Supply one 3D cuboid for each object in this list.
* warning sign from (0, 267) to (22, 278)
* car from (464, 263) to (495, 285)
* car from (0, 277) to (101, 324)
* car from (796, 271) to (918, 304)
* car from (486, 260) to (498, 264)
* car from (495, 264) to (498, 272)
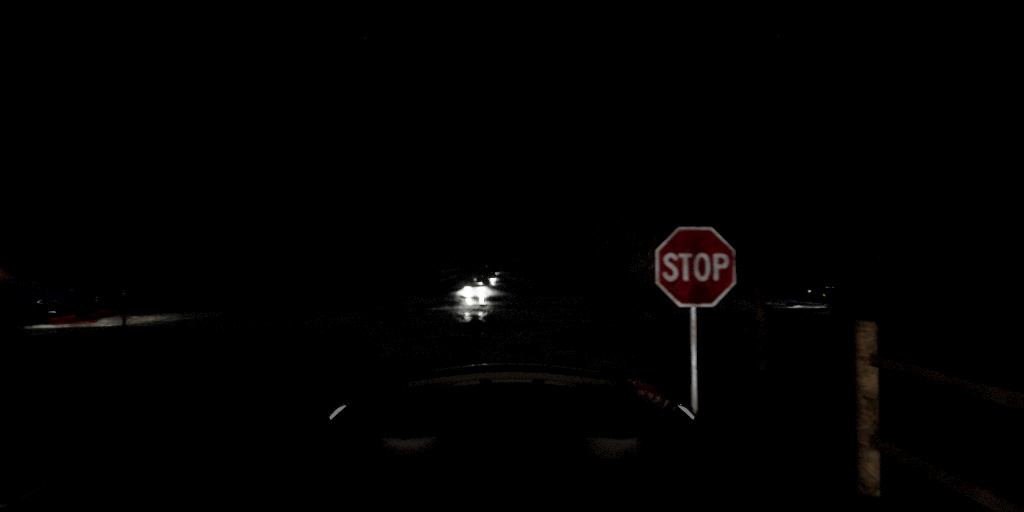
[{"bbox_3d":[-25.797,1.430,17.914,1.060,1.860,1.300,0,0,-1],"label":"warning sign"},{"bbox_3d":[-2.874,1.614,30.365,2.128,1.511,4.902,0,-1,0],"label":"car"},{"bbox_3d":[-17.740,1.520,12.717,5.008,1.535,1.882,0,-2,0],"label":"car"},{"bbox_3d":[15.268,1.355,16.031,4.181,1.385,1.994,-1,-2,-1],"label":"car"},{"bbox_3d":[-3.712,1.809,64.423,2.150,2.045,5.566,0,-1,-3],"label":"car"},{"bbox_3d":[-2.974,1.893,42.965,1.895,1.301,4.718,0,-1,-1],"label":"car"}]
